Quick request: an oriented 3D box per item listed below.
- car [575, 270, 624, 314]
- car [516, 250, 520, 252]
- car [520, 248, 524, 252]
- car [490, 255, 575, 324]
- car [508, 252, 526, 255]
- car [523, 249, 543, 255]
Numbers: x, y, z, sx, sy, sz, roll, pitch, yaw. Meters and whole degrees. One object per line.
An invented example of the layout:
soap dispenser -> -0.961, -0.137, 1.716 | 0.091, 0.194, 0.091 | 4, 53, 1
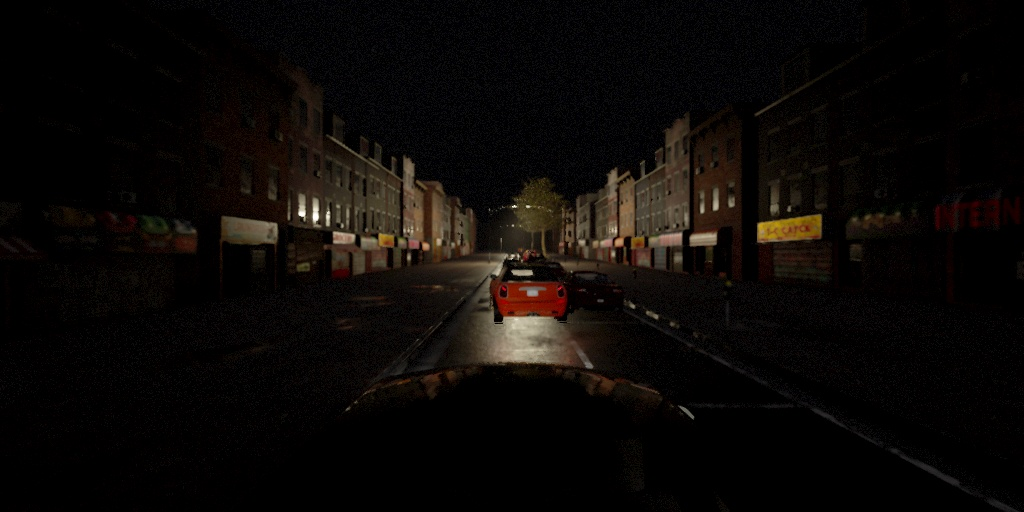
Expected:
car -> 2.636, 1.169, 12.938 | 1.888, 1.381, 4.507 | 0, 0, 0
car -> 0.087, 0.210, 56.037 | 1.837, 1.490, 4.892 | 0, 2, 0
car -> 2.629, 0.138, 51.861 | 2.192, 1.841, 5.009 | 0, 0, 0
car -> 0.378, 0.990, 11.758 | 2.097, 1.767, 4.553 | 0, 1, -5
car -> 0.091, 0.669, 37.926 | 2.128, 1.511, 4.902 | 0, 1, 0
car -> 2.631, 0.427, 40.742 | 2.192, 1.841, 5.009 | 0, 0, 0
